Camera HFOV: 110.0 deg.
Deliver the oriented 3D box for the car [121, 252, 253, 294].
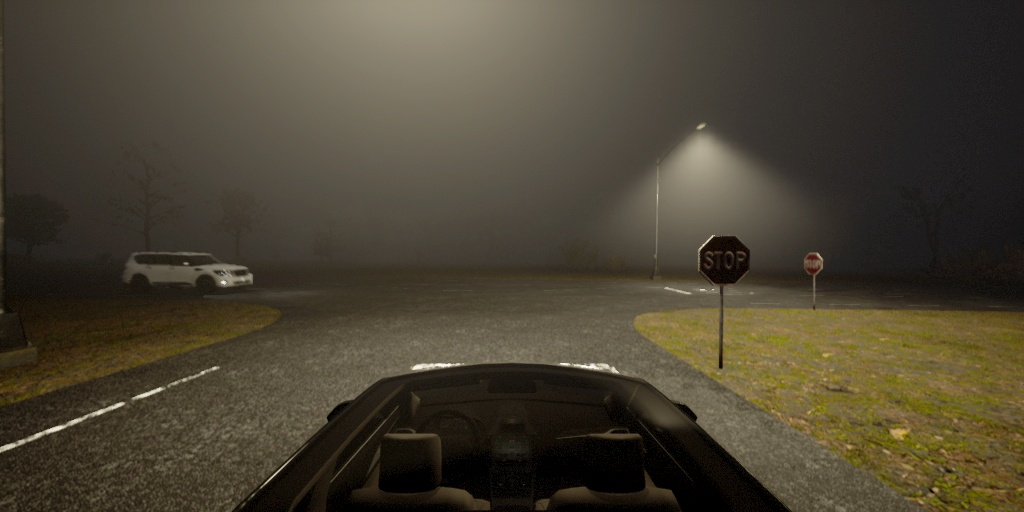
[{"bbox_3d":[-16.661,0.814,18.512,5.566,2.045,2.150,1,1,0],"label":"car"}]
